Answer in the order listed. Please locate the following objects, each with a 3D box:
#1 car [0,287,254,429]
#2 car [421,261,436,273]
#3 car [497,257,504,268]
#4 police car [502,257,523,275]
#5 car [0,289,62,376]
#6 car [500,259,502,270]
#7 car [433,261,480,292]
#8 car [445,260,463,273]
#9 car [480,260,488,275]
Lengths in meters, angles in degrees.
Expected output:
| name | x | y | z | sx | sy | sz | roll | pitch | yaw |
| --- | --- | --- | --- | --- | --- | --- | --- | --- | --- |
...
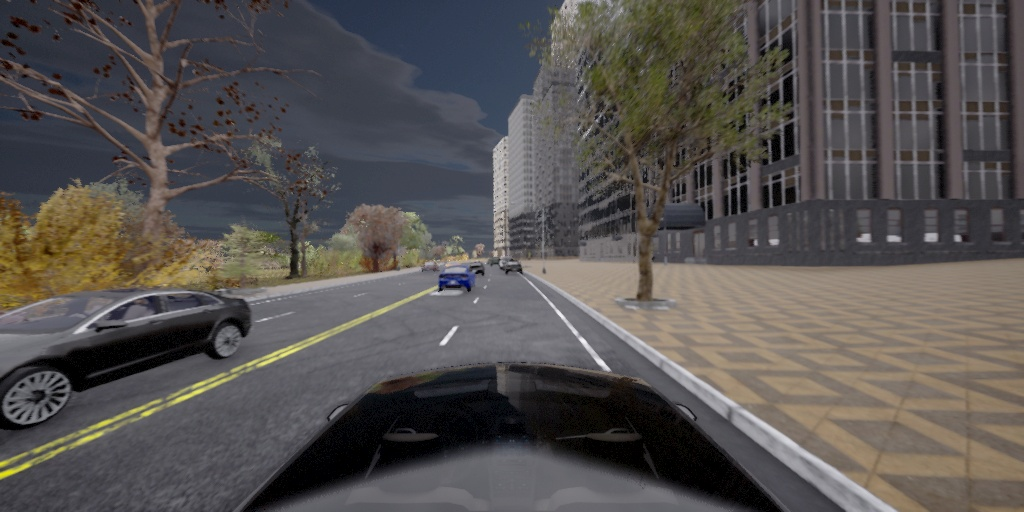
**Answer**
| name | x | y | z | sx | sy | sz | roll | pitch | yaw |
| --- | --- | --- | --- | --- | --- | --- | --- | --- | --- |
| car | -6.598 | 1.307 | 5.814 | 2.128 | 1.511 | 4.902 | -1 | 0 | 0 |
| car | -11.063 | 1.464 | 48.754 | 1.812 | 1.442 | 4.674 | 0 | 0 | -3 |
| car | -0.862 | 1.107 | 57.665 | 2.150 | 2.045 | 5.566 | 0 | 0 | -4 |
| police car | 0.164 | 1.252 | 41.627 | 1.930 | 1.638 | 5.238 | 0 | 0 | -3 |
| car | -9.855 | 1.370 | 4.785 | 1.812 | 1.442 | 4.674 | -1 | 0 | 1 |
| car | -0.424 | 1.385 | 51.593 | 1.812 | 1.442 | 4.674 | 0 | 0 | -4 |
| car | -3.294 | 1.287 | 22.176 | 1.882 | 1.535 | 5.008 | 0 | 0 | -1 |
| car | -7.826 | 1.390 | 48.991 | 1.882 | 1.535 | 5.008 | 0 | 0 | -3 |
| car | -3.915 | 1.364 | 40.078 | 1.837 | 1.490 | 4.892 | 0 | 0 | -3 |
